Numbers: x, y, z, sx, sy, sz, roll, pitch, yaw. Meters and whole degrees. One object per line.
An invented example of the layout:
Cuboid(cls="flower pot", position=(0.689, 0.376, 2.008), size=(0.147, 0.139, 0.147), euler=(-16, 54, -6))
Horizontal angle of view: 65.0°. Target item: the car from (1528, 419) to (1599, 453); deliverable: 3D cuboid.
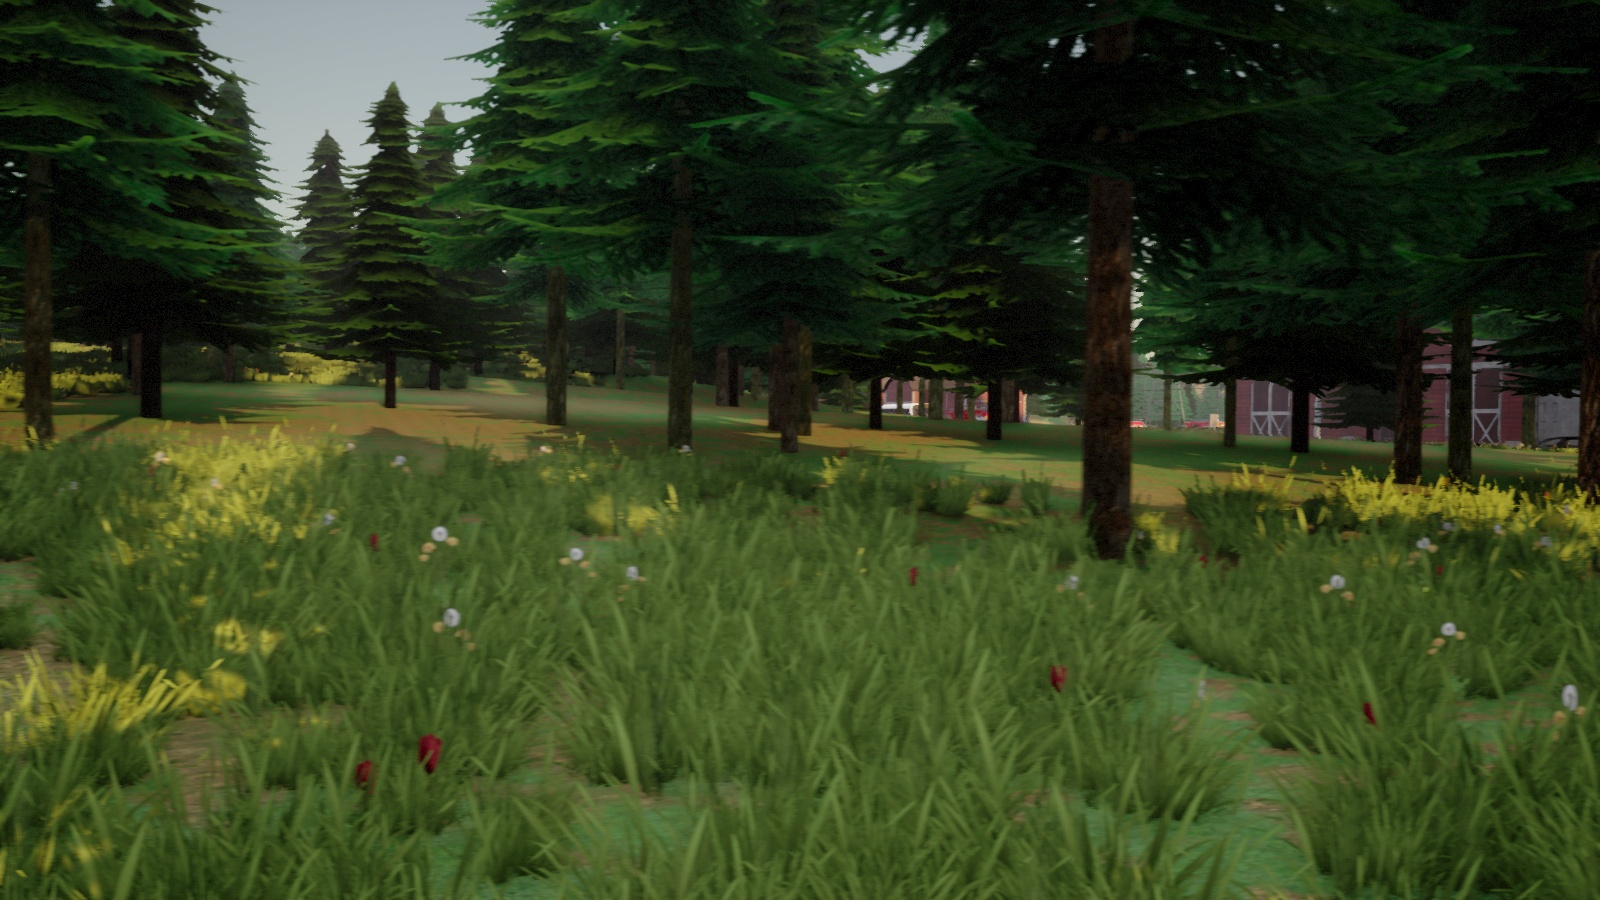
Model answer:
Cuboid(cls="car", position=(35.234, -0.628, 56.441), size=(1.816, 1.474, 4.193), euler=(-1, 1, -20))
